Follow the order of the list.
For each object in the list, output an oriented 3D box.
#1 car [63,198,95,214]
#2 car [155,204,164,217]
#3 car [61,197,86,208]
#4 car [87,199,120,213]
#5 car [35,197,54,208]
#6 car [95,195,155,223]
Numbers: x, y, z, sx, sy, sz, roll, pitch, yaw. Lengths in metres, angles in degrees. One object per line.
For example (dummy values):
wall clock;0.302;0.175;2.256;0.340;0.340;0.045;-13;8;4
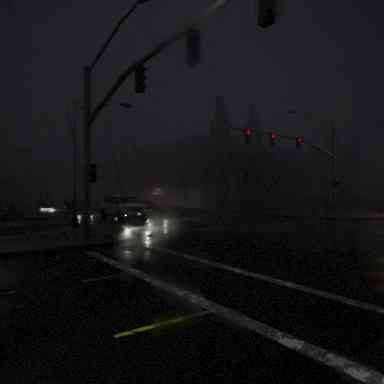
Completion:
car;-12.110;1.551;35.427;2.033;1.411;5.357;0;0;-35
car;-4.398;1.482;30.667;1.882;1.535;5.008;0;0;-36
car;-17.577;1.551;49.092;2.033;1.411;5.357;0;0;-35
car;-10.506;1.552;39.186;2.033;1.411;5.357;0;0;-36
car;-21.640;1.496;48.778;2.128;1.511;4.902;0;0;-35
car;-5.397;1.226;26.051;2.150;2.045;5.566;0;0;-36
